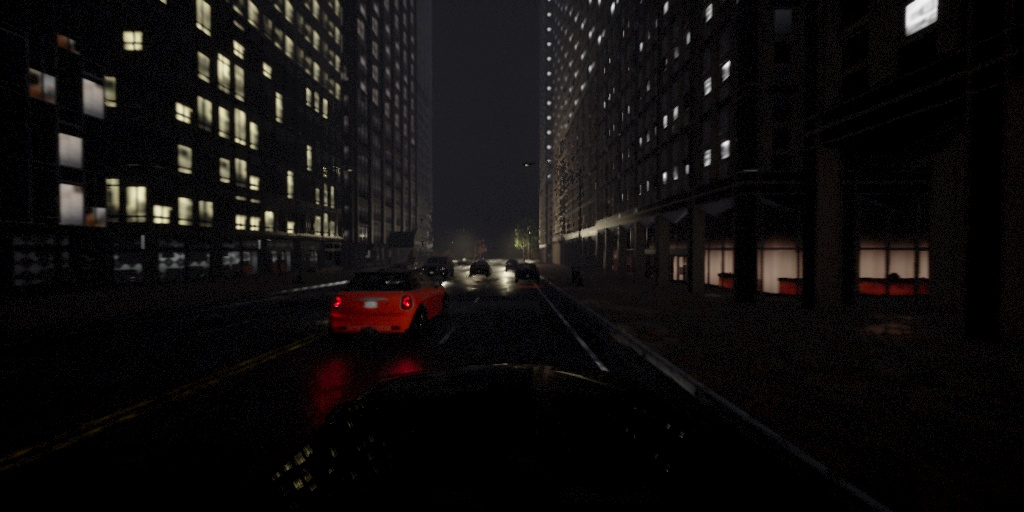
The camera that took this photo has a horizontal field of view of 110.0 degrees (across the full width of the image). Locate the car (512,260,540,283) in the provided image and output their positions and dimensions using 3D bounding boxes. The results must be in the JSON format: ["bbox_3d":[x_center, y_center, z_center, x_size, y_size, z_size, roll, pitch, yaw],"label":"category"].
[{"bbox_3d":[1.144,1.258,28.326,1.882,1.535,5.008,0,0,0],"label":"car"}]

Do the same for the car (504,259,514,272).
[{"bbox_3d":[0.020,1.288,47.560,2.128,1.511,4.902,0,0,0],"label":"car"}]

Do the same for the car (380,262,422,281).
[{"bbox_3d":[-9.831,1.332,32.239,2.033,1.411,5.357,0,0,0],"label":"car"}]

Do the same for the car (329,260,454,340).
[{"bbox_3d":[-3.158,1.112,10.175,2.097,1.767,4.553,0,0,0],"label":"car"}]

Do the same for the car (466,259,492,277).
[{"bbox_3d":[-3.142,1.265,36.330,1.882,1.535,5.008,0,0,0],"label":"car"}]

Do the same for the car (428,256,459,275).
[{"bbox_3d":[-6.577,1.003,32.349,2.150,2.045,5.566,0,0,1],"label":"car"}]
